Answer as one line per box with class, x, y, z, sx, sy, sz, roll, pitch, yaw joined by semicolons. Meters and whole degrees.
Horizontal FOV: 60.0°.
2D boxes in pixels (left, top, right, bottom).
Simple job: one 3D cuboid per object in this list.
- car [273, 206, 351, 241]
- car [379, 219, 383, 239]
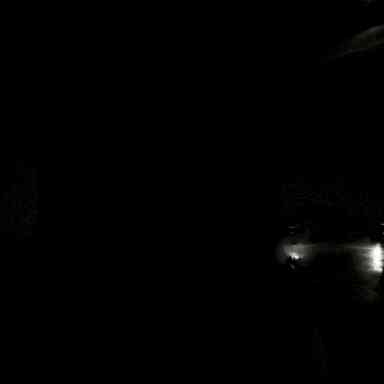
car;6.046;1.468;16.881;5.008;1.535;1.882;0;0;-35
car;10.956;1.467;16.079;5.008;1.535;1.882;0;0;-35
